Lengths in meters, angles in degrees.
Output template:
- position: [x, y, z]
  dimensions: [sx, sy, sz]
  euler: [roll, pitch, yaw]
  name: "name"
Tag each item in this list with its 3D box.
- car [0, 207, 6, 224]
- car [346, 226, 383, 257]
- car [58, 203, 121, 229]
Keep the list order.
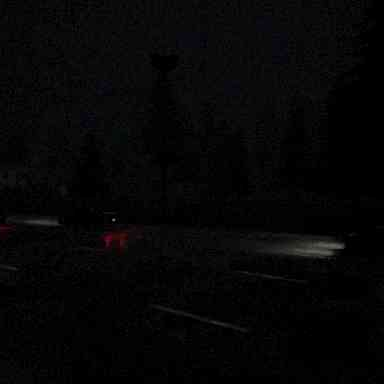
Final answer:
- position: [-14.836, 1.508, 23.179]
  dimensions: [4.892, 1.490, 1.837]
  euler: [0, 0, 36]
  name: "car"
- position: [7.800, 1.526, 11.325]
  dimensions: [4.674, 1.442, 1.812]
  euler: [0, 0, 36]
  name: "car"
- position: [-6.748, 1.494, 21.706]
  dimensions: [4.902, 1.511, 2.128]
  euler: [0, 0, 36]
  name: "car"
